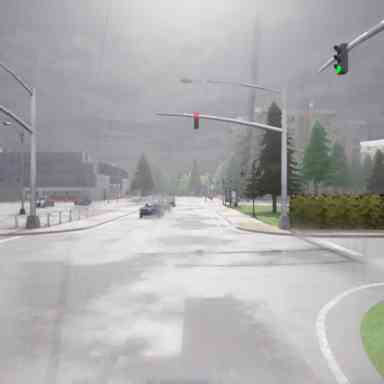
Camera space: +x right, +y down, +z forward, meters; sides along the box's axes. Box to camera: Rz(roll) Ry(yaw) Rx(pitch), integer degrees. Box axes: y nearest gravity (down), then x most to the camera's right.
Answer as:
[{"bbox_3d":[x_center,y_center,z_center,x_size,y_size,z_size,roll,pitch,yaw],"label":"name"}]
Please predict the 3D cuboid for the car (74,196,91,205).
[{"bbox_3d":[-17.424,1.373,53.006,1.845,1.501,3.633,0,0,0],"label":"car"}]

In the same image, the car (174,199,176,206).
[{"bbox_3d":[-3.521,1.477,50.720,1.882,1.535,5.008,0,0,0],"label":"car"}]

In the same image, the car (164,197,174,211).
[{"bbox_3d":[-3.568,1.563,40.237,1.994,1.385,4.181,0,0,0],"label":"car"}]

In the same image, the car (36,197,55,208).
[{"bbox_3d":[-20.482,1.384,45.617,1.970,1.475,3.806,0,0,0],"label":"car"}]

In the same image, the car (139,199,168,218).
[{"bbox_3d":[-3.582,1.600,30.241,1.895,1.301,4.718,0,0,0],"label":"car"}]
